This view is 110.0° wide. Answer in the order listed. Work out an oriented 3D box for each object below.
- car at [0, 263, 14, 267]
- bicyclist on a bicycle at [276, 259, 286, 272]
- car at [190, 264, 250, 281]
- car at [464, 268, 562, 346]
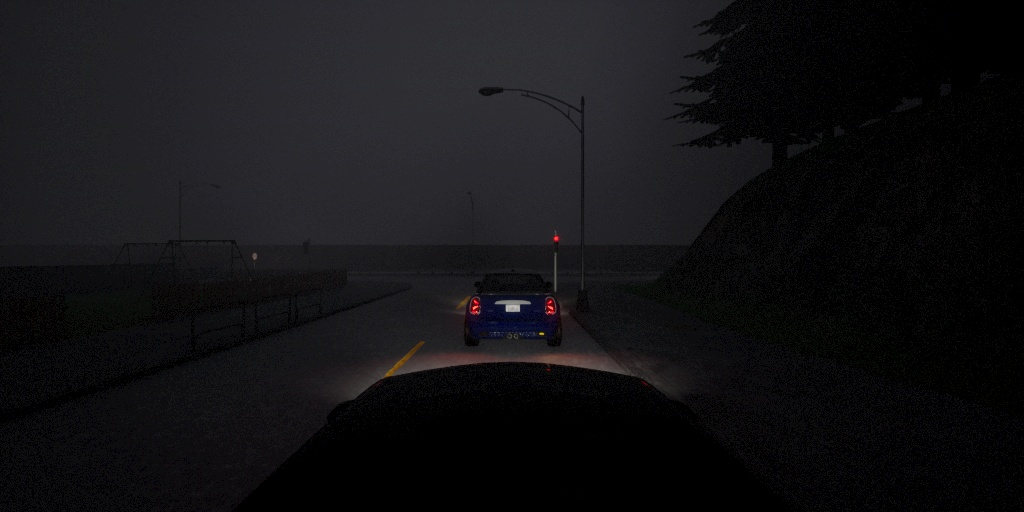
[{"bbox_3d":[-48.578,1.351,33.476,4.718,1.301,1.895,0,0,1],"label":"car"},{"bbox_3d":[-24.264,1.099,37.725,0.582,1.620,1.656,0,0,0],"label":"bicyclist on a bicycle"},{"bbox_3d":[-23.915,1.314,29.327,4.181,1.385,1.994,0,0,0],"label":"car"},{"bbox_3d":[0.036,1.102,9.537,2.097,1.767,4.553,0,0,0],"label":"car"}]
